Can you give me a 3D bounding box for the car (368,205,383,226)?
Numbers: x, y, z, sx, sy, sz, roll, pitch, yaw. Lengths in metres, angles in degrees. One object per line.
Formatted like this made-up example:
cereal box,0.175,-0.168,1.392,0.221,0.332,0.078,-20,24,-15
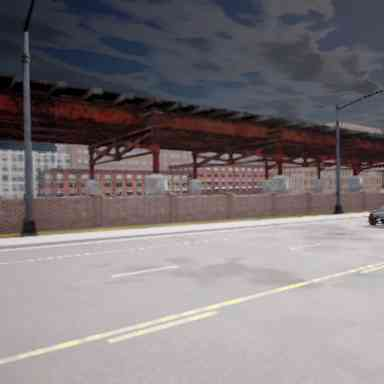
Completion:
car,13.757,1.500,22.392,4.892,1.490,1.837,0,0,-35
